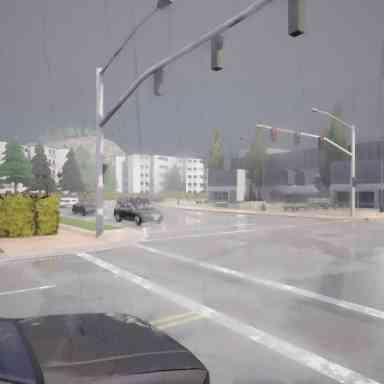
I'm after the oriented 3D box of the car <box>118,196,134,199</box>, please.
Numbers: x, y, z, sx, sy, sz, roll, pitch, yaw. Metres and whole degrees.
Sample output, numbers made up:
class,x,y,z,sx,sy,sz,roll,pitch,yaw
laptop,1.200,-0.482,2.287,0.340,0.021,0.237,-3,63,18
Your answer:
class,x,y,z,sx,sy,sz,roll,pitch,yaw
car,-12.079,1.492,58.840,2.128,1.511,4.902,0,0,-4

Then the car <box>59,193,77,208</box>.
class,x,y,z,sx,sy,sz,roll,pitch,yaw
car,-17.502,1.223,47.356,2.150,2.045,5.566,0,0,-16

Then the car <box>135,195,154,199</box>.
class,x,y,z,sx,sy,sz,roll,pitch,yaw
car,-8.650,1.505,61.156,1.837,1.490,4.892,0,0,-1

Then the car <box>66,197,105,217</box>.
class,x,y,z,sx,sy,sz,roll,pitch,yaw
car,-10.163,1.547,32.202,2.033,1.411,5.357,0,0,-35

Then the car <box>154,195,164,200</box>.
class,x,y,z,sx,sy,sz,roll,pitch,yaw
car,-7.556,1.354,70.921,2.097,1.767,4.553,0,0,17

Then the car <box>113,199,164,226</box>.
class,x,y,z,sx,sy,sz,roll,pitch,yaw
car,-3.903,1.492,23.810,2.128,1.511,4.902,0,0,-39

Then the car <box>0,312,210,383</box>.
class,x,y,z,sx,sy,sz,roll,pitch,yaw
car,-2.380,1.547,2.067,5.357,1.411,2.033,0,0,-35
